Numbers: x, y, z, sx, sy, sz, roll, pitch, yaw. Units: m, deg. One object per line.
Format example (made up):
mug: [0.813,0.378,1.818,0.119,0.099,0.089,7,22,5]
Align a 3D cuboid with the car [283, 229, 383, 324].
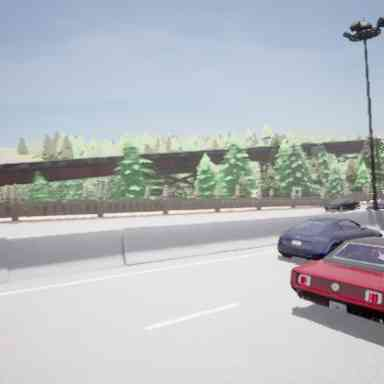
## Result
car: [4.209,1.598,6.749,4.718,1.301,1.895,0,0,-36]

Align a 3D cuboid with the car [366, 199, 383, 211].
car: [21.202,1.502,36.270,5.357,1.411,2.033,0,0,-35]

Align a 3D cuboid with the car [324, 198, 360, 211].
car: [16.971,1.436,37.567,5.008,1.535,1.882,0,0,-35]

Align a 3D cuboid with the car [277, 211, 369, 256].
car: [4.897,1.557,11.540,4.181,1.385,1.994,0,0,-35]
